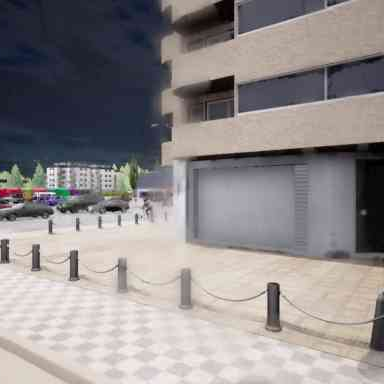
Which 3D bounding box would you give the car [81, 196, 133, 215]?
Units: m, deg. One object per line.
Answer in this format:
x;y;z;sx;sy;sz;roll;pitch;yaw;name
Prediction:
-8.808;1.547;35.324;2.128;1.511;4.902;0;0;35;car

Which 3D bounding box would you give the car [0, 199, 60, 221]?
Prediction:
-13.964;1.581;27.923;1.812;1.442;4.674;0;0;35;car

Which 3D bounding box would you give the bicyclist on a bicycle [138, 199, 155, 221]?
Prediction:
-3.281;1.356;24.068;1.656;1.620;0.582;0;0;35;bicyclist on a bicycle

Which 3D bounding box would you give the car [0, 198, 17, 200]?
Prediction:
-17.972;1.533;28.334;1.882;1.535;5.008;0;0;35;car

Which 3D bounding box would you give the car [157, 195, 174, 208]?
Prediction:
-2.756;1.619;50.028;1.994;1.385;4.181;0;0;35;car

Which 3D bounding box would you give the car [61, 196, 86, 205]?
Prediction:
-20.790;1.451;58.514;1.970;1.475;3.806;0;0;35;car

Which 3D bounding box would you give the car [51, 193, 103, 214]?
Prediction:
-12.095;1.276;36.734;2.150;2.045;5.566;0;0;35;car

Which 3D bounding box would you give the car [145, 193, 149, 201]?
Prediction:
-8.515;1.211;71.232;1.905;1.878;3.866;0;0;35;car

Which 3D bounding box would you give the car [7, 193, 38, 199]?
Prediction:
-34.653;1.209;68.176;1.932;1.855;4.605;0;0;35;car

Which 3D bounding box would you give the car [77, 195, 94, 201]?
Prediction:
-26.936;1.451;84.185;1.970;1.475;3.806;0;0;35;car

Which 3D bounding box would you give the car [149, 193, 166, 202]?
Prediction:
-6.181;1.209;69.520;1.932;1.855;4.605;0;0;35;car

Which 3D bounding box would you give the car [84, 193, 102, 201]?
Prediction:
-24.576;1.211;82.508;1.905;1.878;3.866;0;0;35;car
